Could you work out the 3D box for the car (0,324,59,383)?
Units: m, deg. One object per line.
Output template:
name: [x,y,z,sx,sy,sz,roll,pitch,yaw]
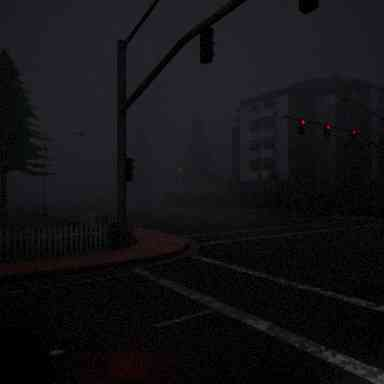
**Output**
car: [-2.920,1.566,1.782,4.181,1.385,1.994,0,0,-35]
